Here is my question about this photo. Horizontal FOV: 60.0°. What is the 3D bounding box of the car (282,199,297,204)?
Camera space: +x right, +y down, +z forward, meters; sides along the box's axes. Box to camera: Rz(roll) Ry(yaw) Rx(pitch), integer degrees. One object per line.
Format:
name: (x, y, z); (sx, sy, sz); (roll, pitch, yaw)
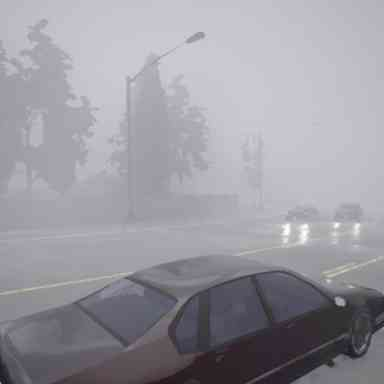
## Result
car: (19.853, 2.100, 67.506); (1.812, 1.442, 4.674); (-1, -1, -10)

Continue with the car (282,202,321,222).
car: (9.413, 1.761, 28.199); (1.895, 1.301, 4.718); (-1, -1, 34)

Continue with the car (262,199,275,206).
car: (15.788, 2.153, 69.864); (1.994, 1.385, 4.181); (-1, -1, -12)

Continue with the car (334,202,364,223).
car: (12.969, 1.637, 27.374); (1.837, 1.490, 4.892); (0, 0, 32)

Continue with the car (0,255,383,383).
car: (0.447, 1.563, 4.213); (5.357, 1.411, 2.033); (0, 0, -37)
